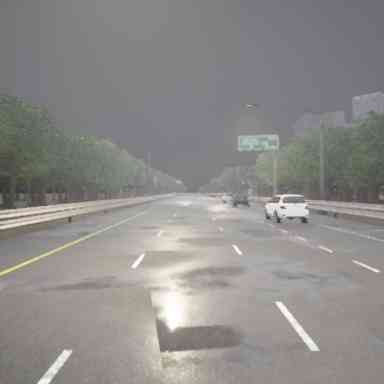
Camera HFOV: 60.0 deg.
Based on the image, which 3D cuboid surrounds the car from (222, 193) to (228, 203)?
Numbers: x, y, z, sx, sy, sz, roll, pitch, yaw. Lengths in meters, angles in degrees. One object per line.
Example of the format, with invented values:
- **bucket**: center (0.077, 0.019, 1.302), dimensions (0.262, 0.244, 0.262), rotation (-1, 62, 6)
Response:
- **car**: center (7.222, 1.172, 66.919), dimensions (2.150, 2.045, 5.566), rotation (0, 0, 0)

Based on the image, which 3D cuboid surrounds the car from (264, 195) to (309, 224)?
- **car**: center (7.040, 1.216, 25.204), dimensions (2.150, 2.045, 5.566), rotation (0, 0, 0)

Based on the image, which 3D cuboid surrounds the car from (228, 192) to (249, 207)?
- **car**: center (7.141, 1.189, 49.858), dimensions (2.150, 2.045, 5.566), rotation (0, 0, 0)
